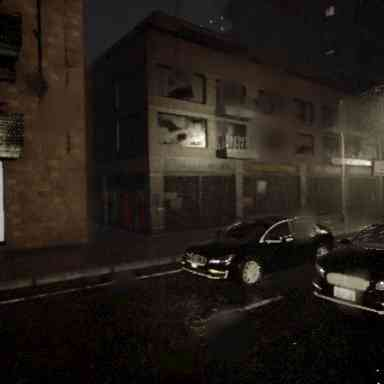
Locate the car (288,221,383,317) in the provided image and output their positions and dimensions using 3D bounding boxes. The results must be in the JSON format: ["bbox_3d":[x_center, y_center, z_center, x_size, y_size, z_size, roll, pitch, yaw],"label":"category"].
[{"bbox_3d":[4.512,1.394,7.001,4.902,1.511,2.128,-1,0,-36],"label":"car"}]

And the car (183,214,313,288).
[{"bbox_3d":[2.007,1.428,9.193,4.892,1.490,1.837,-1,0,-36],"label":"car"}]
